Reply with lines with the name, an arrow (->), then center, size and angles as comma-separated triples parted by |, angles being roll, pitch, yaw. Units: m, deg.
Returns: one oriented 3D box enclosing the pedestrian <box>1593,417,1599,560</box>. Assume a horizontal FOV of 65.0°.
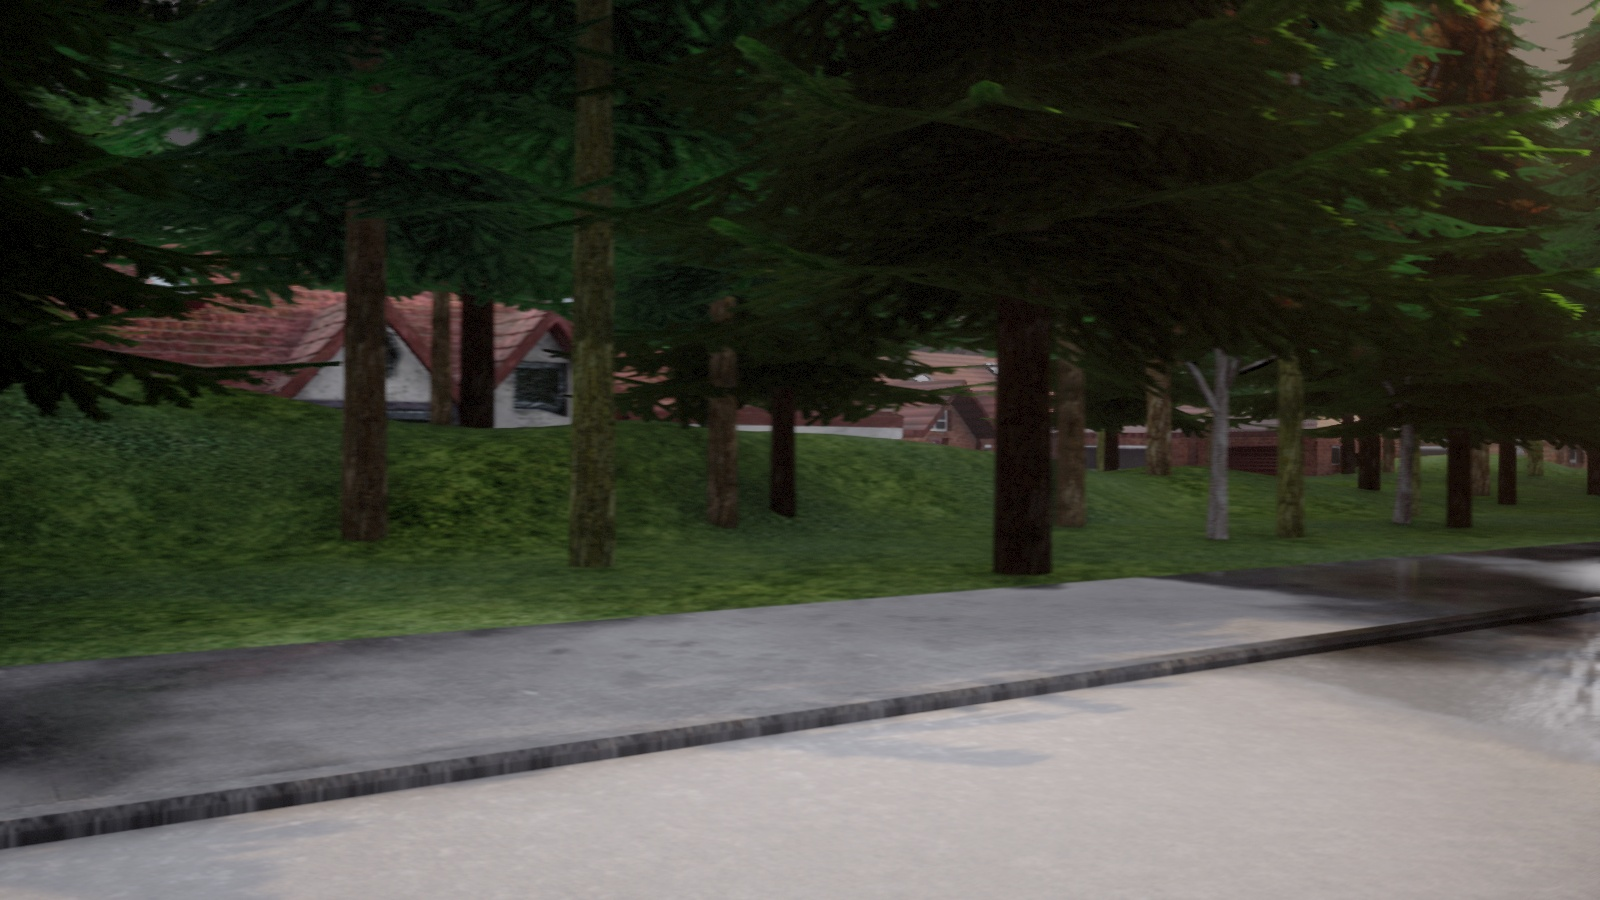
pedestrian -> 11.182, 0.523, 17.127 | 0.692, 1.930, 0.396 | 0, 0, -36
